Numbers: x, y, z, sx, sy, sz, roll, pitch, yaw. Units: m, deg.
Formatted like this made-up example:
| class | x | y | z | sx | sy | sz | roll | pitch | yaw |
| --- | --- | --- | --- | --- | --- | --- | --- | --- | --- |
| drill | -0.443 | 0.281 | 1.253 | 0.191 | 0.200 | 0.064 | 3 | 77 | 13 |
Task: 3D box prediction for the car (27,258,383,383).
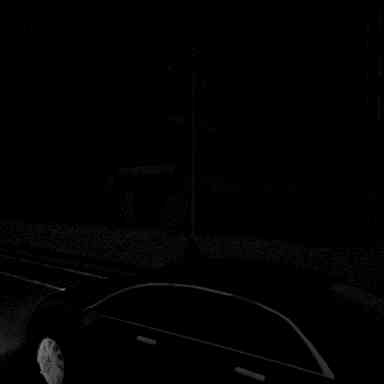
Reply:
| class | x | y | z | sx | sy | sz | roll | pitch | yaw |
| --- | --- | --- | --- | --- | --- | --- | --- | --- | --- |
| car | 0.145 | 1.507 | 3.580 | 4.892 | 1.490 | 1.837 | 0 | 0 | 35 |
